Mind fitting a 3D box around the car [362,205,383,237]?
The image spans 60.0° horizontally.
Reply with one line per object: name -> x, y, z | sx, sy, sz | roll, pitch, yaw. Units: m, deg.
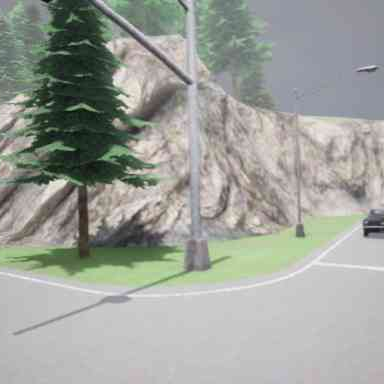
car -> 9.927, 1.485, 17.029 | 1.895, 1.301, 4.718 | -2, -1, 33
